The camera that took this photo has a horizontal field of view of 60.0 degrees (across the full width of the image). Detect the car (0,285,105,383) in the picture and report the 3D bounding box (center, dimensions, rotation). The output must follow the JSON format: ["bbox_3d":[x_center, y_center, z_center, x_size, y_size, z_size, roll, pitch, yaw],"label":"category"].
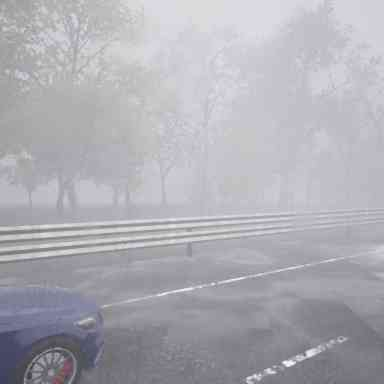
[{"bbox_3d":[-3.249,1.526,3.319,4.674,1.442,1.812,0,0,-35],"label":"car"}]
